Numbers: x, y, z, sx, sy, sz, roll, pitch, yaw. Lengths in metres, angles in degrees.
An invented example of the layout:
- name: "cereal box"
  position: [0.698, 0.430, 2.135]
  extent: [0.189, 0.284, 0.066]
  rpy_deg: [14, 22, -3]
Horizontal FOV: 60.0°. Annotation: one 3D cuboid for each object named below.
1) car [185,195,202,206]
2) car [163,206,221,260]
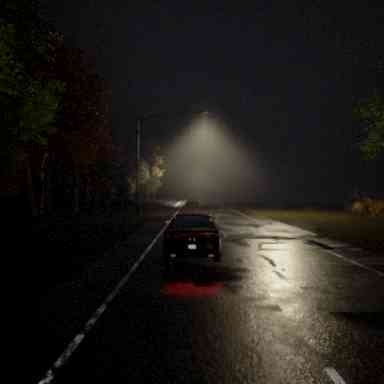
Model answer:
- name: "car"
  position: [0.008, 1.610, 51.594]
  extent: [2.128, 1.511, 4.902]
  rpy_deg: [0, 0, 0]
- name: "car"
  position: [0.006, 1.512, 12.538]
  extent: [1.882, 1.535, 5.008]
  rpy_deg: [0, 0, 0]
